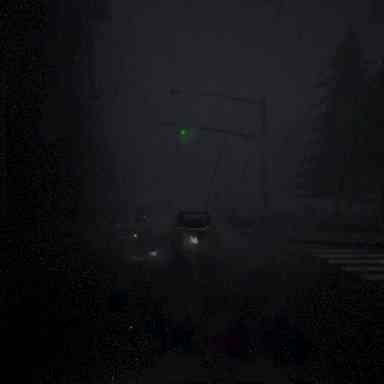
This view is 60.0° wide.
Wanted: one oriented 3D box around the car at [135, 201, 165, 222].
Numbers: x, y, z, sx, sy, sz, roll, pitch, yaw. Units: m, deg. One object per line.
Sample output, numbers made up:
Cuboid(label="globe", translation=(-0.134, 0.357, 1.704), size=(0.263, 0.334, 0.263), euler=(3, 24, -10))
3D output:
Cuboid(label="car", translation=(-3.624, 1.719, 28.082), size=(1.812, 1.442, 4.674), euler=(0, 0, -1))

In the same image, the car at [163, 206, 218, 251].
Cuboid(label="car", translation=(0.080, 1.591, 14.499), size=(2.128, 1.511, 4.902), euler=(0, 0, 0))

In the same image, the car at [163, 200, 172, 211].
Cuboid(label="car", translation=(-3.638, 1.735, 37.372), size=(1.882, 1.535, 5.008), euler=(0, 0, 0))

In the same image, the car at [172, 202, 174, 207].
Cuboid(label="car", translation=(-3.596, 1.889, 47.342), size=(1.994, 1.385, 4.181), euler=(0, 0, 1))

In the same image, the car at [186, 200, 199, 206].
Cuboid(label="car", translation=(0.028, 1.924, 52.478), size=(1.994, 1.385, 4.181), euler=(0, 0, 0))
